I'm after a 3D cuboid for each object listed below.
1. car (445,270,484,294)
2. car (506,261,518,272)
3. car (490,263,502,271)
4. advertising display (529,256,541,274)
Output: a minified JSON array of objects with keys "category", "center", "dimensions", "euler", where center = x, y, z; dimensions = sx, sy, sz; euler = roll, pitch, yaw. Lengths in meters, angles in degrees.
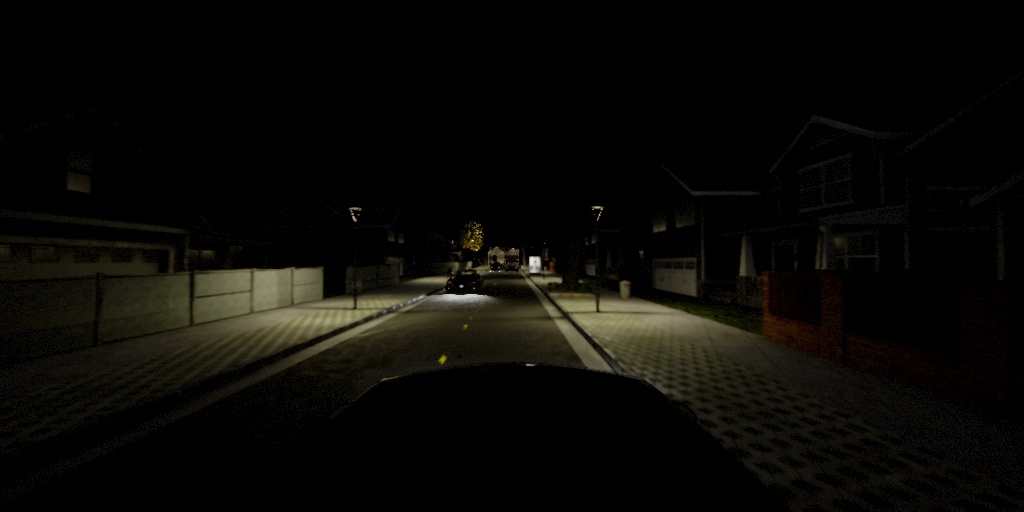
[{"category":"car","center":[-2.860,1.540,22.271],"dimensions":[1.994,1.385,4.181],"euler":[0,-1,0]},{"category":"car","center":[-0.002,1.926,58.025],"dimensions":[1.994,1.385,4.181],"euler":[0,-1,1]},{"category":"car","center":[-2.806,1.938,64.426],"dimensions":[1.837,1.490,4.892],"euler":[0,-1,1]},{"category":"advertising display","center":[2.986,1.266,46.491],"dimensions":[1.540,2.440,0.280],"euler":[0,0,0]}]
